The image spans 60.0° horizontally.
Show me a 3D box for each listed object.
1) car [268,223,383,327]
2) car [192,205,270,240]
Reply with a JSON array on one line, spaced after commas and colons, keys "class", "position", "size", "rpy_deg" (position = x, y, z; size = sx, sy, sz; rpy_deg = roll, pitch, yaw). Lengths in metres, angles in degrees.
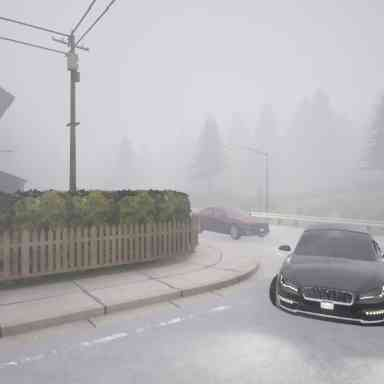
[{"class": "car", "position": [3.168, 1.505, 7.304], "size": [1.837, 1.490, 4.892], "rpy_deg": [0, 0, 27]}, {"class": "car", "position": [1.870, 1.478, 17.440], "size": [1.882, 1.535, 5.008], "rpy_deg": [0, 0, -33]}]
